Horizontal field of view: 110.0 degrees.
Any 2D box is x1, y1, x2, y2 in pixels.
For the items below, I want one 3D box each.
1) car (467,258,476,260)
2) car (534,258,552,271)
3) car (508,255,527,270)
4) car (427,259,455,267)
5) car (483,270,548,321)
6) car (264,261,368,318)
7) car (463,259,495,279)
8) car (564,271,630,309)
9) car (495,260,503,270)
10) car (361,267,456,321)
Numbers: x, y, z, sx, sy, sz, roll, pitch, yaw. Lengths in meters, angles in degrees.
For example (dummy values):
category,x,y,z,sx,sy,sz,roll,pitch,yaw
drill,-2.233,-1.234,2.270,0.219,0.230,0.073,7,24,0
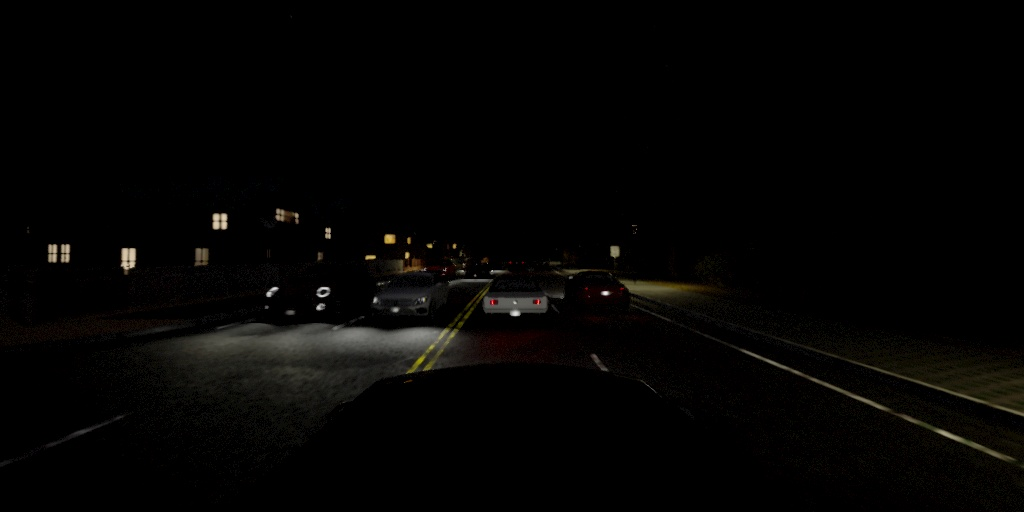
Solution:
category,x,y,z,sx,sy,sz,roll,pitch,yaw
car,-5.645,1.123,50.864,2.097,1.767,4.553,0,0,2
car,4.031,1.064,47.072,2.097,1.767,4.553,0,0,3
car,0.740,0.938,46.410,2.150,2.045,5.566,0,0,3
car,-6.345,1.087,31.729,2.097,1.767,4.553,0,0,1
car,0.104,1.347,12.452,1.895,1.301,4.718,0,0,0
car,-6.582,1.097,12.905,2.097,1.767,4.553,0,0,0
car,-3.069,1.280,33.227,2.033,1.411,5.357,0,0,1
car,3.367,1.309,14.888,1.994,1.385,4.181,0,0,0
car,-2.399,1.279,50.693,1.994,1.385,4.181,0,0,2
car,-3.337,1.272,12.621,1.812,1.442,4.674,0,0,0
